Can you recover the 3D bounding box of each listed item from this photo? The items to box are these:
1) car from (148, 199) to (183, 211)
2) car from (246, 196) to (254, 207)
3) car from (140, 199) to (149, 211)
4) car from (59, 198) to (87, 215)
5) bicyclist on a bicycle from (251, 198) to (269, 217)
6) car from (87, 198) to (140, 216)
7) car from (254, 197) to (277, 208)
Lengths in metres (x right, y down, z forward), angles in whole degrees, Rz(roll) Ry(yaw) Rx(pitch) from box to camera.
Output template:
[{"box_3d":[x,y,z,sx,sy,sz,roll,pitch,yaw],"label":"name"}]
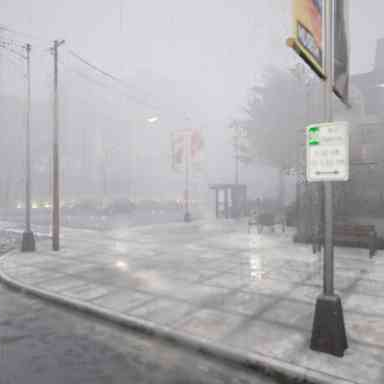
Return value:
[{"box_3d":[-2.893,1.611,40.685,1.994,1.385,4.181,0,0,35],"label":"car"},{"box_3d":[7.680,1.394,49.540,2.097,1.767,4.553,0,0,35],"label":"car"},{"box_3d":[-5.990,1.601,42.368,2.033,1.411,5.357,0,0,35],"label":"car"},{"box_3d":[-11.425,1.405,34.611,2.097,1.767,4.553,0,0,35],"label":"car"},{"box_3d":[5.610,1.322,27.594,1.656,1.620,0.582,0,0,35],"label":"bicyclist on a bicycle"},{"box_3d":[-7.850,1.399,33.612,2.097,1.767,4.553,0,0,35],"label":"car"},{"box_3d":[11.364,1.542,48.675,1.837,1.490,4.892,0,0,35],"label":"car"}]
